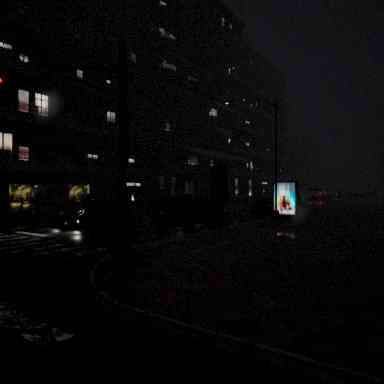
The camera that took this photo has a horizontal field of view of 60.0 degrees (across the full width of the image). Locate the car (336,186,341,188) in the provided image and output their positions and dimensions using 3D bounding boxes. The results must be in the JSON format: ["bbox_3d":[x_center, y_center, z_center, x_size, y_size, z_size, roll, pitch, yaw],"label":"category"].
[{"bbox_3d":[34.478,-0.240,81.450,1.967,1.590,4.097,2,2,35],"label":"car"}]

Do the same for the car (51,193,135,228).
[{"bbox_3d":[-5.583,1.077,19.853,2.097,1.767,4.553,0,1,34],"label":"car"}]

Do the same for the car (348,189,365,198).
[{"bbox_3d":[28.631,0.308,58.541,1.887,1.381,4.507,1,2,35],"label":"car"}]

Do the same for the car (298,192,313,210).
[{"bbox_3d":[9.505,0.964,31.302,1.947,1.339,4.313,1,2,35],"label":"car"}]

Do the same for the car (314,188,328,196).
[{"bbox_3d":[28.104,-0.025,72.371,1.967,1.590,4.097,2,2,35],"label":"car"}]

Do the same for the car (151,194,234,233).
[{"bbox_3d":[-0.056,1.026,17.676,2.192,1.841,5.009,1,2,35],"label":"car"}]

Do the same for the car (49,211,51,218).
[{"bbox_3d":[-6.949,1.009,22.440,2.192,1.841,5.009,1,2,35],"label":"car"}]

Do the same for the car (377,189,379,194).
[{"bbox_3d":[44.567,-0.221,81.240,2.008,1.369,4.403,1,2,35],"label":"car"}]

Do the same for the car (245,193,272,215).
[{"bbox_3d":[6.318,1.069,26.762,1.947,1.339,4.313,1,2,35],"label":"car"}]

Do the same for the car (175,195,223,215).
[{"bbox_3d":[0.708,1.045,28.869,1.812,1.442,4.674,0,1,35],"label":"car"}]

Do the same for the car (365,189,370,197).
[{"bbox_3d":[31.818,0.098,63.078,1.967,1.590,4.097,1,2,35],"label":"car"}]

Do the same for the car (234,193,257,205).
[{"bbox_3d":[5.797,0.828,40.603,2.008,1.369,4.403,2,2,35],"label":"car"}]

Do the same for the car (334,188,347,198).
[{"bbox_3d":[25.099,0.406,58.047,1.895,1.301,4.718,0,1,35],"label":"car"}]

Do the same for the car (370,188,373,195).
[{"bbox_3d":[35.005,0.095,67.621,1.887,1.381,4.507,1,2,35],"label":"car"}]

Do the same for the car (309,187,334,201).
[{"bbox_3d":[18.915,0.232,49.240,2.150,2.045,5.566,0,1,35],"label":"car"}]

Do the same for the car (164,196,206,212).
[{"bbox_3d":[-0.577,1.069,31.526,1.802,1.307,4.206,2,2,35],"label":"car"}]

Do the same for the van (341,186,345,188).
[{"bbox_3d":[37.665,-0.446,85.986,1.690,1.788,3.998,2,2,35],"label":"van"}]

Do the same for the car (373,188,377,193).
[{"bbox_3d":[38.193,-0.012,72.161,1.887,1.381,4.507,1,2,35],"label":"car"}]
